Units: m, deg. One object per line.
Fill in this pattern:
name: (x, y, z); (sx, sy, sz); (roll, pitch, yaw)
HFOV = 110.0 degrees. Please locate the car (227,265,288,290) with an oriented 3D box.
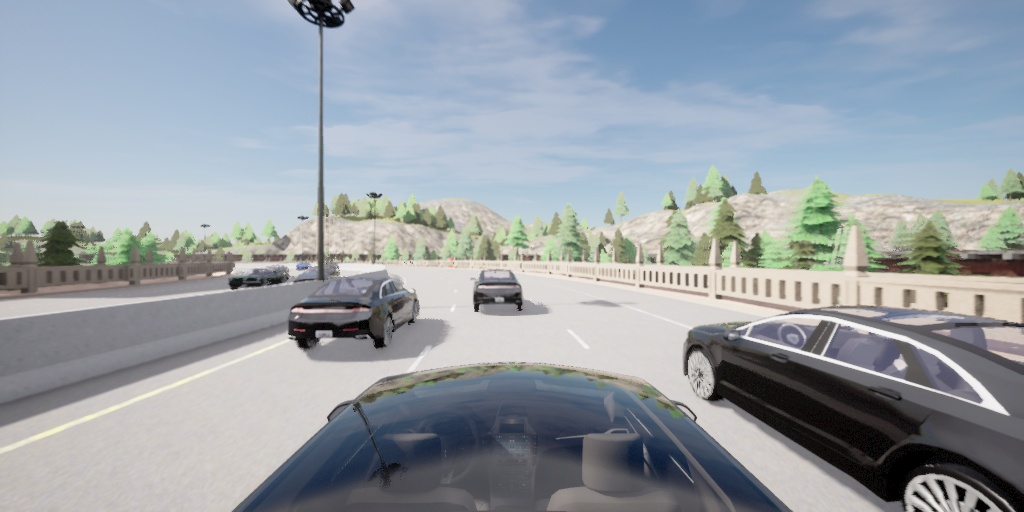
car: (-16.497, 1.483, 23.581); (1.895, 1.301, 4.718); (0, 0, -13)

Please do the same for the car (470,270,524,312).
car: (-0.679, 1.306, 14.790); (2.128, 1.511, 4.902); (0, 0, -6)

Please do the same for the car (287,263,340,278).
car: (-13.143, 1.431, 24.633); (2.033, 1.411, 5.357); (0, 0, -13)

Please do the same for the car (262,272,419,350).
car: (-3.696, 1.277, 9.208); (2.128, 1.511, 4.902); (0, 0, -3)

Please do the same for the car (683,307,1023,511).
car: (3.543, 1.249, 3.538); (2.128, 1.511, 4.902); (0, 0, -1)
